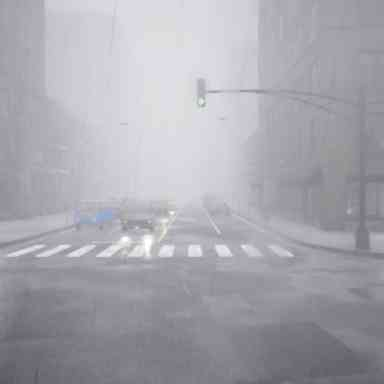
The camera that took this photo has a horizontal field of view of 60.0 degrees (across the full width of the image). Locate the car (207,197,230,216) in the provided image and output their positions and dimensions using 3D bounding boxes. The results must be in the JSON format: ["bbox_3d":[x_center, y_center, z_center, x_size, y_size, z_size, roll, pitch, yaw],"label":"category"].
[{"bbox_3d":[2.663,1.501,31.665,1.752,1.417,4.829,0,0,0],"label":"car"}]

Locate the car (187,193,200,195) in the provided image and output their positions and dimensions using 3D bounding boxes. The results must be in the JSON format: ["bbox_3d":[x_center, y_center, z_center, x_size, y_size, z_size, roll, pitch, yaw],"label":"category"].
[{"bbox_3d":[-0.010,1.476,61.277,1.812,1.442,4.674,0,0,0],"label":"car"}]

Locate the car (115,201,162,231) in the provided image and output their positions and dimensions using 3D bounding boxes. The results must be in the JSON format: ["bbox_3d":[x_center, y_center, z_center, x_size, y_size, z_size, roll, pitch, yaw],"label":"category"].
[{"bbox_3d":[-3.128,1.532,20.590,2.033,1.411,5.357,0,0,-4],"label":"car"}]

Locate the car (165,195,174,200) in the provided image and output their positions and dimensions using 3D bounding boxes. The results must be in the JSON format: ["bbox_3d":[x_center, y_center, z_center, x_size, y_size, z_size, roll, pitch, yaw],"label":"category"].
[{"bbox_3d":[-5.872,1.478,87.427,1.887,1.381,4.507,0,0,0],"label":"car"}]

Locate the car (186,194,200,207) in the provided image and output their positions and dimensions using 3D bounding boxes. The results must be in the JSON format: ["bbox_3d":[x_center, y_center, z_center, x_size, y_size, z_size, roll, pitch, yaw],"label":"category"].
[{"bbox_3d":[0.046,1.484,51.311,1.812,1.442,4.674,0,0,0],"label":"car"}]

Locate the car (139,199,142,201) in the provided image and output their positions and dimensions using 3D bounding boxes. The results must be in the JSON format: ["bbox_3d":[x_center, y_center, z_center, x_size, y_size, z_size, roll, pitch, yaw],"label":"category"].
[{"bbox_3d":[-5.863,1.416,31.470,1.967,1.590,4.097,0,0,0],"label":"car"}]

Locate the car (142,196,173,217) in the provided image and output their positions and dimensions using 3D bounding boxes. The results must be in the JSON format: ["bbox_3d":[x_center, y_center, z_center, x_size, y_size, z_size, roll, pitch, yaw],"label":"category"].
[{"bbox_3d":[-3.105,1.454,30.917,1.882,1.535,5.008,0,0,0],"label":"car"}]

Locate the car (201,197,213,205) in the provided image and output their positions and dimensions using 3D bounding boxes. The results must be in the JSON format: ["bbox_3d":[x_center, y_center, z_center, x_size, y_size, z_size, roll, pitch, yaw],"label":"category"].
[{"bbox_3d":[2.658,1.533,59.467,1.802,1.307,4.206,0,0,0],"label":"car"}]

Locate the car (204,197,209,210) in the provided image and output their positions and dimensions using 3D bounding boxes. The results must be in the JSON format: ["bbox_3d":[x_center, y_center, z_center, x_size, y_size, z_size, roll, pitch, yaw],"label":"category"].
[{"bbox_3d":[2.662,1.521,37.089,2.008,1.369,4.403,0,0,0],"label":"car"}]

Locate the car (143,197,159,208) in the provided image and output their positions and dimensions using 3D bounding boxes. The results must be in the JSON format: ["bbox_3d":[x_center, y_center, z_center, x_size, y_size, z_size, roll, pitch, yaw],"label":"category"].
[{"bbox_3d":[-5.866,1.486,48.087,1.752,1.417,4.829,0,0,0],"label":"car"}]

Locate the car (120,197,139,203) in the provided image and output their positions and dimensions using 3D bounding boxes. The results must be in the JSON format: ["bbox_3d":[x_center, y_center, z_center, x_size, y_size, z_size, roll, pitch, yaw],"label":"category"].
[{"bbox_3d":[-5.863,1.295,25.874,2.192,1.841,5.009,0,0,0],"label":"car"}]

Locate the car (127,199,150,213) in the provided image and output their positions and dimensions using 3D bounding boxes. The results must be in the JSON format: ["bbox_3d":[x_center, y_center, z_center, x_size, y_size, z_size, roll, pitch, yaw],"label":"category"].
[{"bbox_3d":[-5.864,1.515,37.066,1.887,1.381,4.507,0,0,0],"label":"car"}]

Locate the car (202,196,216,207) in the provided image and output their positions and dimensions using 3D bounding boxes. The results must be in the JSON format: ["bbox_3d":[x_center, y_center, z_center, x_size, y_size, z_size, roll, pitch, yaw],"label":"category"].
[{"bbox_3d":[2.661,1.532,42.684,1.947,1.339,4.313,0,0,0],"label":"car"}]

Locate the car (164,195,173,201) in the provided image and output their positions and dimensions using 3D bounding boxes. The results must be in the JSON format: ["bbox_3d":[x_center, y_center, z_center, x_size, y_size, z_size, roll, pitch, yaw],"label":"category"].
[{"bbox_3d":[-5.871,1.481,81.832,1.887,1.381,4.507,0,0,0],"label":"car"}]

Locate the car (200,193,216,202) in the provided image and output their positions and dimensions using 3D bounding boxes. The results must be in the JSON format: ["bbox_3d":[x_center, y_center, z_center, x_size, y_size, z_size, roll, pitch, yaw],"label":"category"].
[{"bbox_3d":[2.660,1.276,48.278,2.192,1.841,5.009,0,0,0],"label":"car"}]

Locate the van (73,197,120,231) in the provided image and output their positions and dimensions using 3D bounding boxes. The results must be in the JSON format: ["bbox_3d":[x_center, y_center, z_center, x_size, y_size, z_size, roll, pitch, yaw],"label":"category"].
[{"bbox_3d":[-5.862,1.326,20.278,1.690,1.788,3.998,0,0,0],"label":"van"}]

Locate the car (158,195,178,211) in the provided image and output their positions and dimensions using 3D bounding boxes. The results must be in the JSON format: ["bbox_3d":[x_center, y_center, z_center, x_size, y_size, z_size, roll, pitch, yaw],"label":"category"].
[{"bbox_3d":[-3.091,1.445,41.362,1.882,1.535,5.008,0,0,0],"label":"car"}]
